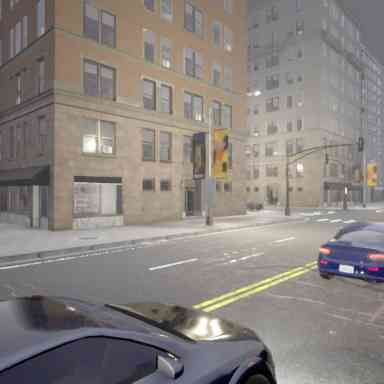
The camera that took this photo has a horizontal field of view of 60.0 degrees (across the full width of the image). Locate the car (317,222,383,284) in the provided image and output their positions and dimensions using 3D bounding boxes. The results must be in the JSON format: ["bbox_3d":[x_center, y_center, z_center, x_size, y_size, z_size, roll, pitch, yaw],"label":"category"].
[{"bbox_3d":[4.972,1.527,8.993,1.812,1.442,4.674,0,0,43],"label":"car"}]

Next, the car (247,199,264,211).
[{"bbox_3d":[6.456,1.549,39.995,4.181,1.385,1.994,0,0,43],"label":"car"}]

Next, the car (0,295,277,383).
[{"bbox_3d":[-1.055,1.564,2.555,1.994,1.385,4.181,0,0,43],"label":"car"}]
